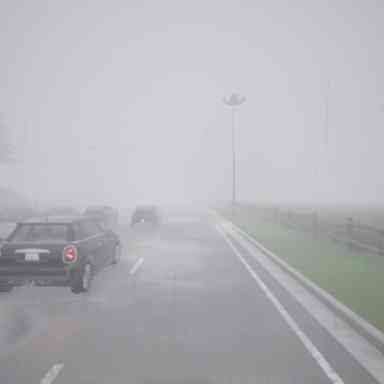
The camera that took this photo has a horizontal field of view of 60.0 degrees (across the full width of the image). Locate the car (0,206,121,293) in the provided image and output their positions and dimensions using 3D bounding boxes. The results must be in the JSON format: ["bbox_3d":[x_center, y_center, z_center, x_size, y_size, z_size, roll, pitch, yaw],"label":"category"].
[{"bbox_3d":[-3.414,1.427,9.238,2.097,1.767,4.553,0,-1,0],"label":"car"}]

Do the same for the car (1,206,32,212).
[{"bbox_3d":[-13.908,1.783,26.945,1.994,1.385,4.181,0,0,0],"label":"car"}]

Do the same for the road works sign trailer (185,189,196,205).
[{"bbox_3d":[-0.192,1.084,76.794,2.380,3.560,2.880,0,0,0],"label":"road works sign trailer"}]

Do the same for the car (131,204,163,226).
[{"bbox_3d":[-3.411,1.713,25.404,1.837,1.490,4.892,0,0,0],"label":"car"}]

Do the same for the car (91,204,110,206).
[{"bbox_3d":[-6.911,1.713,25.395,1.837,1.490,4.892,0,0,0],"label":"car"}]

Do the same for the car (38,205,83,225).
[{"bbox_3d":[-10.409,1.780,26.658,1.994,1.385,4.181,0,0,0],"label":"car"}]
